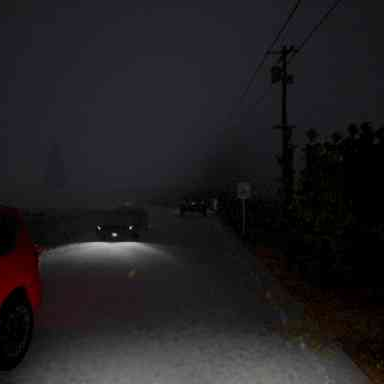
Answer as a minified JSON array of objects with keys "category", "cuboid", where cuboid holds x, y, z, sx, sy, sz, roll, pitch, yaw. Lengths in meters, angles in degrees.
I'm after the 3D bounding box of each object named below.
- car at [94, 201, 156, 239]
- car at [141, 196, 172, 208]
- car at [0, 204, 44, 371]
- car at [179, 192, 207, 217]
[{"category":"car","cuboid":[-3.274,1.403,16.721,2.033,1.411,5.357,0,0,0]},{"category":"car","cuboid":[-4.580,1.210,41.085,4.181,1.385,1.994,0,0,31]},{"category":"car","cuboid":[-3.281,1.193,2.700,2.150,2.045,5.566,0,1,0]},{"category":"car","cuboid":[0.113,0.979,27.996,2.150,2.045,5.566,0,0,0]}]
